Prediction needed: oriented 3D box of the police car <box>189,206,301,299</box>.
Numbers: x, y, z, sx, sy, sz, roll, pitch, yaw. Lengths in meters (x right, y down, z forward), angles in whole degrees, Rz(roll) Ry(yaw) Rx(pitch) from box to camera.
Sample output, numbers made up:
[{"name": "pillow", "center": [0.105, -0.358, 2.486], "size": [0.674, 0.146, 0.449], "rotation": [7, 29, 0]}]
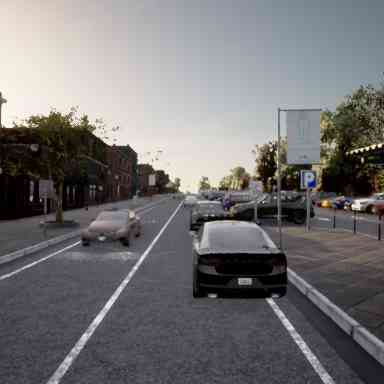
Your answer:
[{"name": "police car", "center": [0.951, 1.404, 8.603], "size": [1.930, 1.638, 5.238], "rotation": [0, 0, 0]}]

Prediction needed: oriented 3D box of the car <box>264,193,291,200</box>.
[{"name": "car", "center": [18.365, 0.938, 71.338], "size": [5.366, 1.575, 1.946], "rotation": [0, 1, 0]}]

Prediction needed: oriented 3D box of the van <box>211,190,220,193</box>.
[{"name": "van", "center": [5.670, 0.972, 51.265], "size": [4.442, 1.987, 1.878], "rotation": [0, 1, 0]}]

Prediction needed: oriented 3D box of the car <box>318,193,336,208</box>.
[{"name": "car", "center": [18.862, 1.294, 40.805], "size": [5.366, 1.575, 1.946], "rotation": [0, 0, 0]}]

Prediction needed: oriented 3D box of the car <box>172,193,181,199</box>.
[{"name": "car", "center": [-3.464, 0.890, 76.356], "size": [2.128, 1.511, 4.902], "rotation": [0, 1, 0]}]

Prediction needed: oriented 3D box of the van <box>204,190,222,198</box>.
[{"name": "van", "center": [5.297, 0.539, 84.898], "size": [4.442, 1.987, 1.878], "rotation": [0, 1, 0]}]

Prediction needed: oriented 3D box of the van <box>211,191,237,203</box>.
[{"name": "van", "center": [5.635, 0.864, 59.672], "size": [4.442, 1.987, 1.878], "rotation": [0, 1, 0]}]

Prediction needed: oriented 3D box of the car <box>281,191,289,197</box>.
[{"name": "car", "center": [18.794, 1.116, 57.462], "size": [5.366, 1.575, 1.946], "rotation": [0, 1, 0]}]

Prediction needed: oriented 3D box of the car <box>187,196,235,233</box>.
[{"name": "car", "center": [0.923, 1.281, 18.475], "size": [2.097, 1.767, 4.553], "rotation": [0, 0, 0]}]

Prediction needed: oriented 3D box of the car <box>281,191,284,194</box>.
[{"name": "car", "center": [18.625, 0.832, 60.234], "size": [5.566, 2.045, 2.435], "rotation": [0, 1, 0]}]

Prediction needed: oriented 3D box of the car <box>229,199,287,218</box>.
[{"name": "car", "center": [5.650, 1.403, 28.830], "size": [4.674, 1.452, 2.002], "rotation": [0, 0, 0]}]

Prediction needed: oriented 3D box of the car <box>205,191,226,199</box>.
[{"name": "car", "center": [5.417, 0.747, 76.491], "size": [4.553, 1.767, 2.185], "rotation": [0, 1, 0]}]

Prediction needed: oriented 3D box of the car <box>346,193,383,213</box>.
[{"name": "car", "center": [18.683, 1.095, 32.474], "size": [5.566, 2.045, 2.435], "rotation": [0, 0, 0]}]

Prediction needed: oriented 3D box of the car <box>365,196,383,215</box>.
[{"name": "car", "center": [18.729, 1.360, 29.699], "size": [5.008, 1.535, 2.097], "rotation": [0, 0, 0]}]

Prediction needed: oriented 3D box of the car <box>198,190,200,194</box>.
[{"name": "car", "center": [-0.166, 0.958, 59.105], "size": [2.097, 1.767, 4.553], "rotation": [0, 1, 0]}]

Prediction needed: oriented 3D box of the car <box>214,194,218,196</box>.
[{"name": "car", "center": [5.618, 1.311, 42.849], "size": [4.792, 1.488, 2.163], "rotation": [0, 0, 0]}]

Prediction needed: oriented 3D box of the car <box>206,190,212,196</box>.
[{"name": "car", "center": [5.514, 0.910, 54.064], "size": [5.566, 2.045, 2.435], "rotation": [0, 1, 0]}]

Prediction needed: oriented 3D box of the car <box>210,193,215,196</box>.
[{"name": "car", "center": [5.572, 1.228, 48.459], "size": [4.892, 1.521, 2.231], "rotation": [0, 1, 0]}]

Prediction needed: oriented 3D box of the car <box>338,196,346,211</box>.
[{"name": "car", "center": [18.694, 1.333, 35.250], "size": [4.892, 1.521, 2.231], "rotation": [0, 0, 0]}]

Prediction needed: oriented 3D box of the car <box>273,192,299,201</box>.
[{"name": "car", "center": [18.604, 0.887, 65.788], "size": [4.553, 1.767, 2.185], "rotation": [0, 1, 0]}]

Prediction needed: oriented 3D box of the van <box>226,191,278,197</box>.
[{"name": "van", "center": [5.753, 1.124, 31.633], "size": [4.442, 1.987, 1.878], "rotation": [0, 0, 0]}]

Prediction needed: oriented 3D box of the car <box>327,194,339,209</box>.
[{"name": "car", "center": [18.684, 1.316, 38.027], "size": [5.008, 1.535, 2.097], "rotation": [0, 0, 0]}]

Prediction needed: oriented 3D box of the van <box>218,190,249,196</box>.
[{"name": "van", "center": [5.496, 1.094, 37.242], "size": [4.442, 1.987, 1.878], "rotation": [0, 0, 0]}]

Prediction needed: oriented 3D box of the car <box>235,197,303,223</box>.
[{"name": "car", "center": [5.474, 1.374, 26.026], "size": [5.366, 1.575, 1.946], "rotation": [0, 0, 0]}]

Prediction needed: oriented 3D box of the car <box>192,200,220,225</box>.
[{"name": "car", "center": [0.907, 1.403, 24.513], "size": [1.837, 1.490, 4.892], "rotation": [0, 0, 0]}]

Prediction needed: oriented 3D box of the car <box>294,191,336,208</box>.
[{"name": "car", "center": [18.614, 0.970, 49.131], "size": [5.566, 2.045, 2.435], "rotation": [0, 1, 0]}]

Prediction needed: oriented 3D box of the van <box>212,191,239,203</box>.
[{"name": "van", "center": [5.647, 0.900, 56.869], "size": [4.442, 1.987, 1.878], "rotation": [0, 1, 0]}]

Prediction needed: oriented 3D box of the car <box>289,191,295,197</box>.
[{"name": "car", "center": [18.659, 0.939, 51.908], "size": [5.566, 2.045, 2.435], "rotation": [0, 1, 0]}]

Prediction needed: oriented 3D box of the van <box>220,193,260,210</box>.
[{"name": "van", "center": [5.717, 1.075, 40.044], "size": [4.442, 1.987, 1.878], "rotation": [0, 0, 0]}]

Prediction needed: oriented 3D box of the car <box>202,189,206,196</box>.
[{"name": "car", "center": [5.443, 0.694, 70.883], "size": [5.566, 2.045, 2.435], "rotation": [0, 1, 0]}]

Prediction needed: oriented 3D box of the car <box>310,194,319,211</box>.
[{"name": "car", "center": [18.636, 1.308, 43.576], "size": [4.792, 1.488, 2.163], "rotation": [0, 1, 0]}]

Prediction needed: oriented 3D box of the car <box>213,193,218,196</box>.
[{"name": "car", "center": [5.575, 1.296, 45.657], "size": [4.674, 1.452, 2.002], "rotation": [0, 1, 0]}]

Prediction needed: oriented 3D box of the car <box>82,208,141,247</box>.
[{"name": "car", "center": [-3.391, 1.475, 14.811], "size": [1.812, 1.442, 4.674], "rotation": [0, 0, 0]}]

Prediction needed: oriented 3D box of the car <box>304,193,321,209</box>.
[{"name": "car", "center": [18.683, 1.280, 46.360], "size": [4.792, 1.488, 2.163], "rotation": [0, 1, 0]}]

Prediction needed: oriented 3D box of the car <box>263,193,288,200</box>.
[{"name": "car", "center": [18.544, 0.906, 74.116], "size": [4.892, 1.521, 2.231], "rotation": [0, 1, 0]}]

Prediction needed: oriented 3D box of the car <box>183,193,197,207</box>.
[{"name": "car", "center": [-0.114, 1.266, 45.690], "size": [1.812, 1.442, 4.674], "rotation": [0, 1, 0]}]
